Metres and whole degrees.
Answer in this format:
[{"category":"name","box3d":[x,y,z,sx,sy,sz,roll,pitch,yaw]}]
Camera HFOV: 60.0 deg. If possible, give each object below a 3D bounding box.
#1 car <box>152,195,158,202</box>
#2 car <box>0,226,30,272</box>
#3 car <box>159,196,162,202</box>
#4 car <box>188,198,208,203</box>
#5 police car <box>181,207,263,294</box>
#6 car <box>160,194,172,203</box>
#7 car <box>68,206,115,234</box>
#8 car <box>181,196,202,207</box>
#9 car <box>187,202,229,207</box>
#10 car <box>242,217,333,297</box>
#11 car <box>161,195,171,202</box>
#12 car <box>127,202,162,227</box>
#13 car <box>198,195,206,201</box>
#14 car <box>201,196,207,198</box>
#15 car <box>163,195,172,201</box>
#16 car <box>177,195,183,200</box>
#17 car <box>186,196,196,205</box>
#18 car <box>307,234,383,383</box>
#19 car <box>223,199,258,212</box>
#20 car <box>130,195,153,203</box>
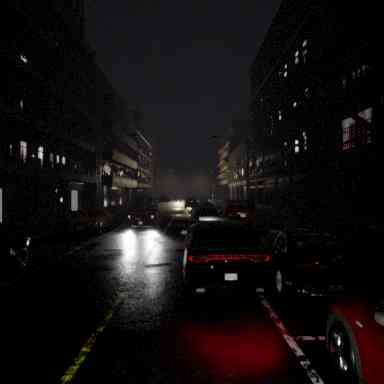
[{"category":"car","box3d":[-5.801,1.308,42.165,2.192,1.841,5.009,0,0,0]},{"category":"car","box3d":[-5.712,1.566,8.345,1.947,1.339,4.313,0,0,0]},{"category":"car","box3d":[-5.818,1.573,47.802,1.802,1.307,4.206,0,0,0]},{"category":"car","box3d":[0.833,1.475,24.857,1.882,1.535,5.008,0,0,0]},{"category":"police car","box3d":[0.731,1.425,8.963,1.930,1.638,5.238,0,0,0]},{"category":"car","box3d":[-5.876,1.297,70.347,2.192,1.841,5.009,0,0,0]},{"category":"car","box3d":[-5.741,1.524,19.448,1.752,1.417,4.829,0,0,0]},{"category":"car","box3d":[-0.114,1.539,45.138,2.033,1.411,5.357,0,0,0]},{"category":"car","box3d":[0.783,1.525,18.852,1.812,1.442,4.674,0,0,0]},{"category":"car","box3d":[2.669,1.551,8.364,2.008,1.369,4.403,0,0,0]},{"category":"car","box3d":[-5.892,1.419,75.982,1.967,1.590,4.097,0,0,0]},{"category":"car","box3d":[-3.162,1.598,22.682,1.895,1.301,4.718,0,0,0]},{"category":"car","box3d":[2.473,1.521,81.638,1.887,1.381,4.507,0,0,0]},{"category":"car","box3d":[2.503,1.507,70.535,1.752,1.417,4.829,0,0,0]},{"category":"car","box3d":[-5.907,1.521,81.620,1.887,1.381,4.507,0,0,0]},{"category":"car","box3d":[-3.256,1.518,94.562,2.033,1.411,5.357,0,0,0]},{"category":"car","box3d":[-0.159,1.512,59.402,1.812,1.442,4.674,0,0,0]},{"category":"car","box3d":[2.684,1.440,2.729,1.967,1.590,4.097,0,0,0]},{"category":"car","box3d":[2.640,1.313,19.638,2.192,1.841,5.009,0,0,0]},{"category":"car","box3d":[-5.787,1.434,36.529,1.967,1.590,4.097,0,0,0]}]
